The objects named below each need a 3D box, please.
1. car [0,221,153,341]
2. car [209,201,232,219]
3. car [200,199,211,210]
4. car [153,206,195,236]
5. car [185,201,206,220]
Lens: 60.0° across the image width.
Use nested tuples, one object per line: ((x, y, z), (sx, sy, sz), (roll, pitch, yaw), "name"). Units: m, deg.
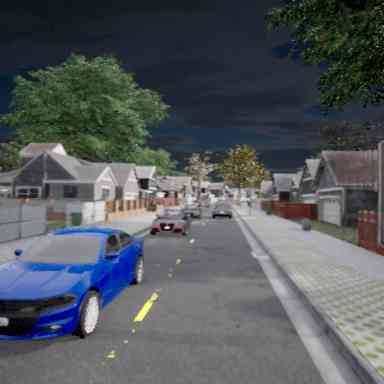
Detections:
((-2.339, 1.503, 6.939), (1.882, 1.535, 5.008), (1, -1, 5), "car")
((3.120, 1.964, 34.228), (1.994, 1.385, 4.181), (1, -1, 6), "car")
((1.871, 1.844, 51.057), (1.837, 1.490, 4.892), (1, -1, 5), "car")
((-1.147, 1.739, 19.696), (1.994, 1.385, 4.181), (1, -1, 5), "car")
((-0.039, 1.869, 31.256), (1.994, 1.385, 4.181), (1, 0, 6), "car")
